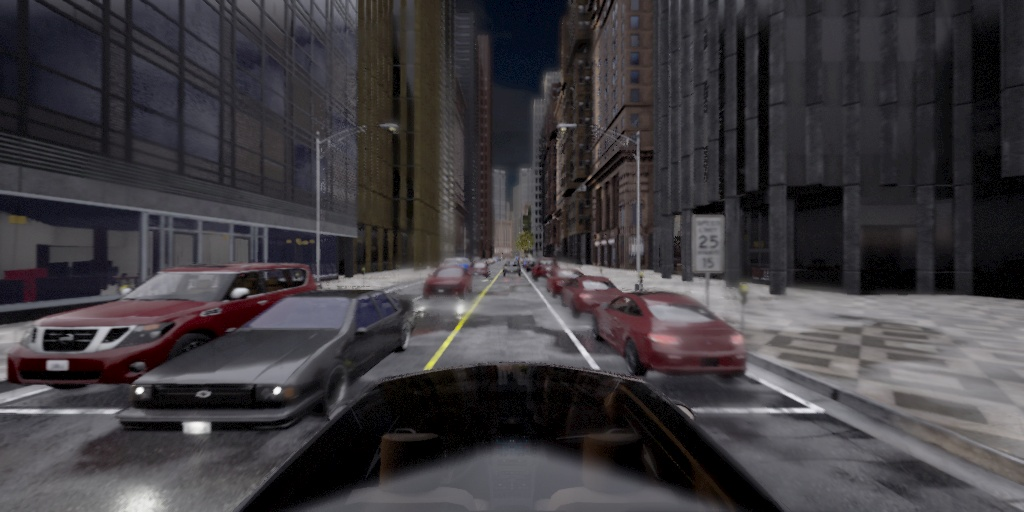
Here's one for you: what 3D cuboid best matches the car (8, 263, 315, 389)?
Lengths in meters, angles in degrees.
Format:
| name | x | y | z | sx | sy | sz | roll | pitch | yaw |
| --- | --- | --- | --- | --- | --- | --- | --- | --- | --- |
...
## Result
| name | x | y | z | sx | sy | sz | roll | pitch | yaw |
| --- | --- | --- | --- | --- | --- | --- | --- | --- | --- |
| car | -5.763 | 1.070 | 7.059 | 2.192 | 1.841 | 5.009 | 0 | 0 | 0 |

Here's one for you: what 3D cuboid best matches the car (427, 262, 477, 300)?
| name | x | y | z | sx | sy | sz | roll | pitch | yaw |
| --- | --- | --- | --- | --- | --- | --- | --- | --- | --- |
| car | -3.098 | 1.244 | 18.180 | 1.882 | 1.535 | 5.008 | 0 | 0 | 0 |

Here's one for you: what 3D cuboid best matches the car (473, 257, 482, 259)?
| name | x | y | z | sx | sy | sz | roll | pitch | yaw |
| --- | --- | --- | --- | --- | --- | --- | --- | --- | --- |
| car | -5.767 | 1.127 | 57.628 | 2.192 | 1.841 | 5.009 | 0 | 0 | 0 |

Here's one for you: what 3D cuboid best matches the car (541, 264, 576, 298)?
| name | x | y | z | sx | sy | sz | roll | pitch | yaw |
| --- | --- | --- | --- | --- | --- | --- | --- | --- | --- |
| car | 2.761 | 1.310 | 18.316 | 1.888 | 1.381 | 4.507 | 0 | 0 | 0 |

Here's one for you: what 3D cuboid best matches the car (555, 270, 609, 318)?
| name | x | y | z | sx | sy | sz | roll | pitch | yaw |
| --- | --- | --- | --- | --- | --- | --- | --- | --- | --- |
| car | 2.761 | 1.341 | 12.698 | 1.802 | 1.307 | 4.207 | 0 | 0 | 0 |

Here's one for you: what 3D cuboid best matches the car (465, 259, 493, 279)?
| name | x | y | z | sx | sy | sz | roll | pitch | yaw |
| --- | --- | --- | --- | --- | --- | --- | --- | --- | --- |
| car | -3.072 | 1.308 | 33.545 | 1.812 | 1.442 | 4.674 | 0 | 0 | 0 |

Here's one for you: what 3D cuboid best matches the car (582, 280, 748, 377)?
| name | x | y | z | sx | sy | sz | roll | pitch | yaw |
| --- | --- | --- | --- | --- | --- | --- | --- | --- | --- |
| car | 2.762 | 1.336 | 7.079 | 1.802 | 1.307 | 4.207 | 0 | 0 | 0 |

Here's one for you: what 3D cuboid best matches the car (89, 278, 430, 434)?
| name | x | y | z | sx | sy | sz | roll | pitch | yaw |
| --- | --- | --- | --- | --- | --- | --- | --- | --- | --- |
| car | -3.101 | 1.302 | 6.184 | 2.033 | 1.411 | 5.357 | 0 | 0 | 0 |

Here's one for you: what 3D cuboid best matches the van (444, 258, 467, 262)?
| name | x | y | z | sx | sy | sz | roll | pitch | yaw |
| --- | --- | --- | --- | --- | --- | --- | --- | --- | --- |
| van | -5.765 | 1.125 | 35.152 | 1.690 | 1.789 | 3.998 | 0 | 0 | 0 |

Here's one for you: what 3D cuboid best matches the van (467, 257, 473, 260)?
| name | x | y | z | sx | sy | sz | roll | pitch | yaw |
| --- | --- | --- | --- | --- | --- | --- | --- | --- | --- |
| van | -5.766 | 1.132 | 40.771 | 1.690 | 1.789 | 3.998 | 0 | 0 | 0 |

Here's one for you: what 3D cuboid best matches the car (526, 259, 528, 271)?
| name | x | y | z | sx | sy | sz | roll | pitch | yaw |
| --- | --- | --- | --- | --- | --- | --- | --- | --- | --- |
| car | 2.759 | 1.362 | 46.407 | 1.948 | 1.339 | 4.313 | 0 | 0 | 0 |

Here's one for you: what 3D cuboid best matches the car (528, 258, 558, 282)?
| name | x | y | z | sx | sy | sz | roll | pitch | yaw |
| --- | --- | --- | --- | --- | --- | --- | --- | --- | --- |
| car | 2.760 | 1.092 | 29.553 | 2.192 | 1.841 | 5.009 | 0 | 0 | 0 |

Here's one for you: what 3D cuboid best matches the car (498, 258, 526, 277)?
| name | x | y | z | sx | sy | sz | roll | pitch | yaw |
| --- | --- | --- | --- | --- | --- | --- | --- | --- | --- |
| car | -0.003 | 1.278 | 36.945 | 2.128 | 1.511 | 4.902 | 0 | 0 | 0 |
